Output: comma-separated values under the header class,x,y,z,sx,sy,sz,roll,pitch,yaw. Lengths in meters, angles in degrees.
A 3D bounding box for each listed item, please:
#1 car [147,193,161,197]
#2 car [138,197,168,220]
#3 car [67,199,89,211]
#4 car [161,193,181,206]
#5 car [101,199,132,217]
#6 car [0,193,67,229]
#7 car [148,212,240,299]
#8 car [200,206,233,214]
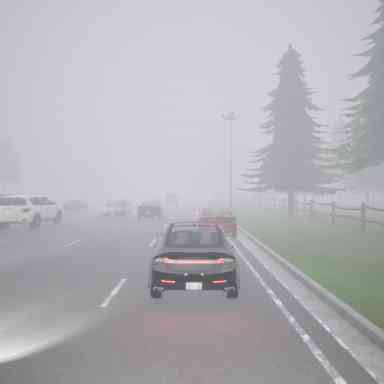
class,x,y,z,sx,sy,sz,roll,pitch,yaw
car,-6.866,1.492,63.212,2.128,1.511,4.902,0,0,0
car,-3.384,1.477,28.227,1.882,1.535,5.008,0,0,0
car,-13.878,1.564,39.913,1.994,1.385,4.181,0,0,0
car,-3.369,1.223,55.207,2.150,2.045,5.566,0,0,0
car,-6.883,1.601,30.931,1.895,1.301,4.718,0,0,0
car,-10.389,1.221,21.573,2.150,2.045,5.566,0,0,0
car,0.057,1.492,8.457,2.128,1.511,4.902,0,0,0
car,1.234,1.478,17.799,1.882,1.535,5.008,0,0,0
